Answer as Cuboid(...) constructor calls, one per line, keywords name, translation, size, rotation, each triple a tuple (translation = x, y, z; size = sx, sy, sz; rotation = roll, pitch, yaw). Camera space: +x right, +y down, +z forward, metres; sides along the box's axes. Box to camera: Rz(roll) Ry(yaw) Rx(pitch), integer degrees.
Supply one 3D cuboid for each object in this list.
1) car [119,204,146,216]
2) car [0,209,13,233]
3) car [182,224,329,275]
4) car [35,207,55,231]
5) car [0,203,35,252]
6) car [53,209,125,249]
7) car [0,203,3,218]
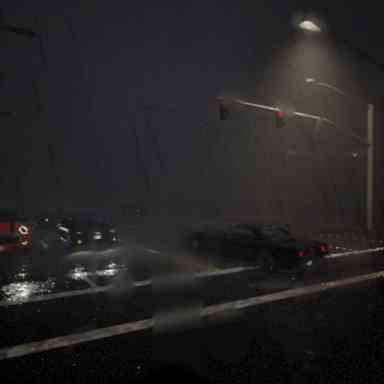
Cuboid(name="car", translation=(-7.047, 2.102, 38.947), size=(1.994, 1.385, 4.181), rotation=(1, -1, -32))
Cuboid(name="car", translation=(-12.860, 1.830, 21.575), size=(1.895, 1.301, 4.718), rotation=(1, -1, -32))
Cuboid(name="car", translation=(1.822, 1.712, 10.996), size=(1.895, 1.301, 4.718), rotation=(0, 0, -43))
Cuboid(name="car", translation=(-9.523, 1.850, 22.833), size=(1.895, 1.301, 4.718), rotation=(1, -1, -32))
Cuboid(name="car", translation=(-8.052, 1.464, 13.815), size=(2.097, 1.767, 4.553), rotation=(1, -1, -32))
Cuboid(name="car", translation=(-4.915, 1.706, 15.394), size=(1.994, 1.385, 4.181), rotation=(1, -1, -31))
Cuboid(name="car", translation=(-22.250, 1.997, 36.779), size=(2.128, 1.511, 4.902), rotation=(1, -1, -31))
